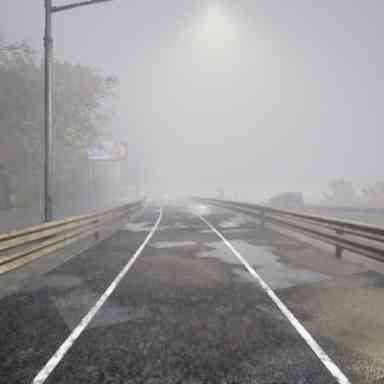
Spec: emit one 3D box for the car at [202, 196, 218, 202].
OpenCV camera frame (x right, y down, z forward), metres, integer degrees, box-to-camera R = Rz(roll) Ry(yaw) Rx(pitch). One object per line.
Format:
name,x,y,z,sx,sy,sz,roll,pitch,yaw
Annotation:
car,3.828,1.509,72.874,1.895,1.301,4.718,0,0,-21

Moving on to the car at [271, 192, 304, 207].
car,13.561,1.048,47.673,2.150,2.045,5.566,0,0,-21
